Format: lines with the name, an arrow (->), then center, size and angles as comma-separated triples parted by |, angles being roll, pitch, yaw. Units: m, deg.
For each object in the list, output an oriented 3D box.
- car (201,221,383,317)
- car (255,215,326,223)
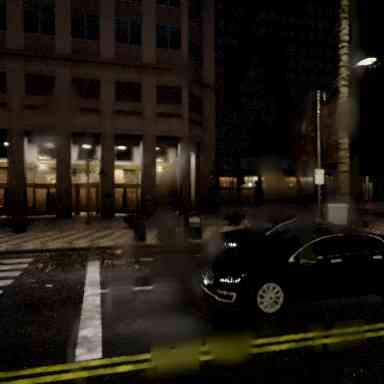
car -> 2.623, 1.539, 7.281 | 4.892, 1.490, 1.837 | 0, 0, -15
car -> 2.996, 1.546, 11.010 | 4.902, 1.511, 2.128 | 0, 0, -15
